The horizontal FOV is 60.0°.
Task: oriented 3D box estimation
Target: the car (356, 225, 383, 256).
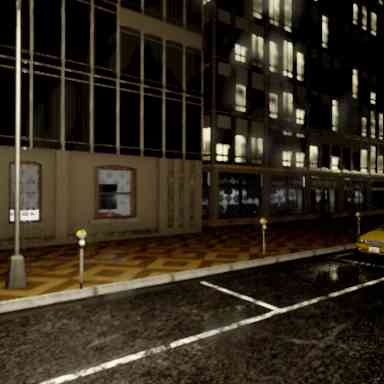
[{"bbox_3d":[7.843,1.551,12.151,4.829,1.417,1.752,0,0,-35],"label":"car"}]
